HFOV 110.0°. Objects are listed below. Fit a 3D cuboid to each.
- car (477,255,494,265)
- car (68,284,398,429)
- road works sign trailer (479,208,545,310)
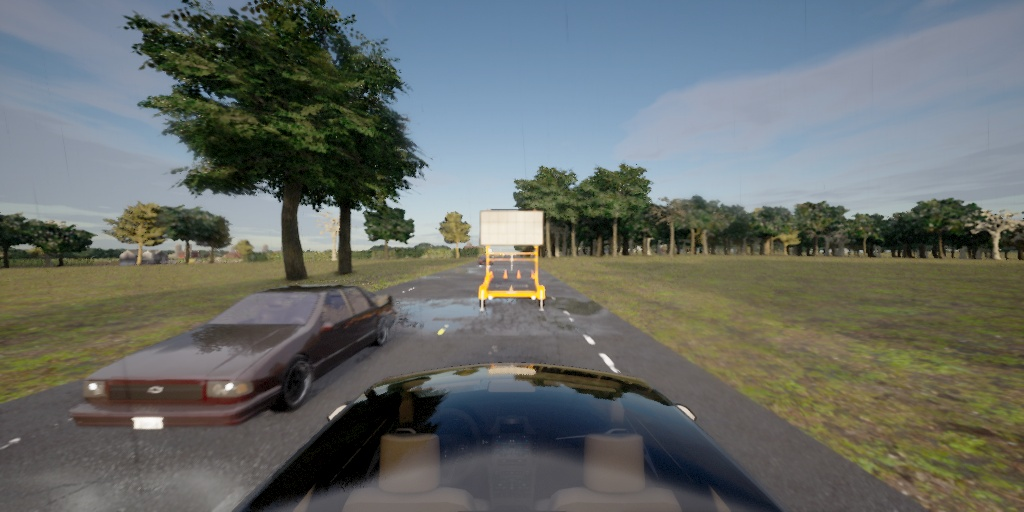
[{"bbox_3d":[-3.572,0.570,49.263,1.994,1.385,4.181,0,1,0],"label":"car"},{"bbox_3d":[-3.601,1.225,6.205,2.033,1.411,5.357,0,1,0],"label":"car"},{"bbox_3d":[-0.002,0.026,13.497,2.380,3.560,2.880,0,0,0],"label":"road works sign trailer"}]
